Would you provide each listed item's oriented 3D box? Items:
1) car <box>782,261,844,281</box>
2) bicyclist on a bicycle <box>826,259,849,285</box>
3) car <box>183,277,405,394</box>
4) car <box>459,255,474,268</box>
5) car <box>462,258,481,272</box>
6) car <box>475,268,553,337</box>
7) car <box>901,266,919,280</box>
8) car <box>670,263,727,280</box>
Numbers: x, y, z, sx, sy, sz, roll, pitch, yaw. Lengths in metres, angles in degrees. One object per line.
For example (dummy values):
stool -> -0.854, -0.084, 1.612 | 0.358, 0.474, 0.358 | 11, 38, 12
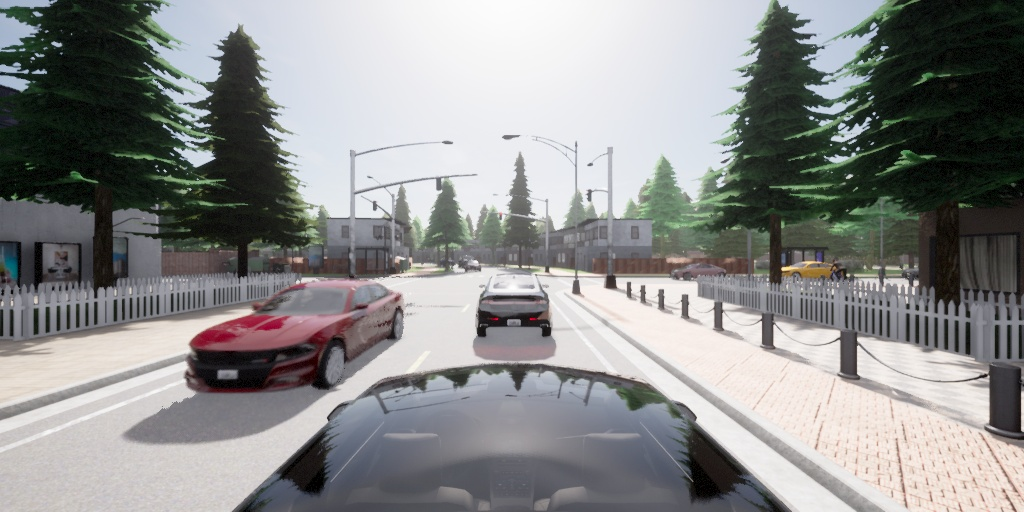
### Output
car -> 24.183, 1.206, 29.301 | 5.008, 1.535, 1.882 | 0, 0, 2
bicyclist on a bicycle -> 19.892, 1.031, 21.939 | 0.582, 1.620, 1.656 | 0, 0, 2
car -> -3.609, 1.226, 7.045 | 1.882, 1.535, 5.008 | 0, 0, 0
car -> -7.027, 0.918, 56.474 | 2.150, 2.045, 5.566 | 0, 1, -17
car -> -4.930, 1.269, 45.379 | 1.994, 1.385, 4.181 | 0, 0, -7
car -> 0.059, 1.239, 10.259 | 2.128, 1.511, 4.902 | 0, 0, 0
car -> 34.555, 1.233, 28.977 | 4.892, 1.490, 1.837 | 0, 0, 2
car -> 15.304, 1.292, 29.558 | 4.181, 1.385, 1.994 | 0, 0, 2
